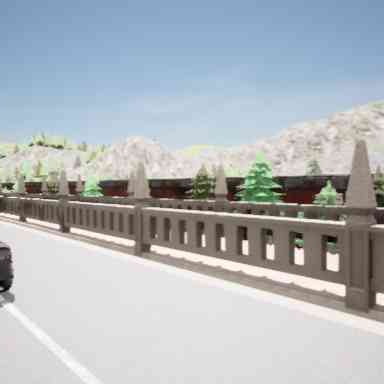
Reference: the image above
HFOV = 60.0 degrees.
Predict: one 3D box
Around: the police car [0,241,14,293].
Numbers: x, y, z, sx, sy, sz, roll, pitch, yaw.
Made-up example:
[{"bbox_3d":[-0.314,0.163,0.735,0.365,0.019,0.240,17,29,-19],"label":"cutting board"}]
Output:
[{"bbox_3d":[-5.662,1.285,7.509,1.930,1.638,5.238,-2,2,-43],"label":"police car"}]
